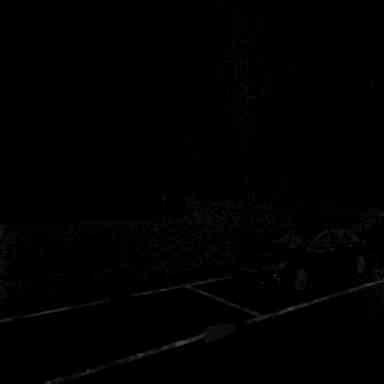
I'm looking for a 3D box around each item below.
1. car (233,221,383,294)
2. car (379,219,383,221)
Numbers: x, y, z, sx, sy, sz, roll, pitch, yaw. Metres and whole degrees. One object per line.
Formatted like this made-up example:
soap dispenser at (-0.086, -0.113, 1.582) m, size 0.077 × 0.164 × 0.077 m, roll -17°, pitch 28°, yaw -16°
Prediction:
car at (3.018, 1.593, 8.811) m, size 4.403 × 1.369 × 2.008 m, roll 0°, pitch -1°, yaw -35°
car at (7.397, 1.635, 11.935) m, size 4.313 × 1.339 × 1.947 m, roll 0°, pitch -1°, yaw -35°
